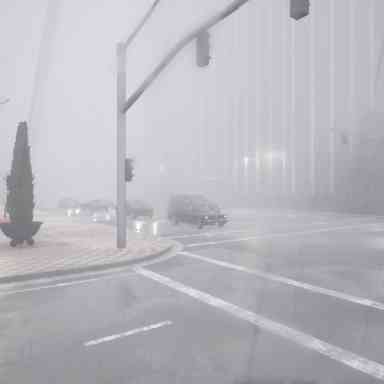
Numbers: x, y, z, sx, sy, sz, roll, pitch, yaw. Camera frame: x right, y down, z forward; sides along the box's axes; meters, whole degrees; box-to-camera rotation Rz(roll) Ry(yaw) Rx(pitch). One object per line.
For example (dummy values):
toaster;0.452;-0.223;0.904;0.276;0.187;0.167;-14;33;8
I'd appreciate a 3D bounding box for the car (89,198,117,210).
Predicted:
car;-12.178;1.547;45.292;2.033;1.411;5.357;0;0;-36

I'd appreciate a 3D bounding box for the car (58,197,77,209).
car;-17.176;1.491;46.271;2.128;1.511;4.902;0;0;-35

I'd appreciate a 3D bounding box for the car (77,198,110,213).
car;-11.097;1.601;37.792;1.895;1.301;4.718;0;0;-36

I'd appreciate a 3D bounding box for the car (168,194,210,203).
car;0.025;1.221;28.372;2.150;2.045;5.566;0;0;-36

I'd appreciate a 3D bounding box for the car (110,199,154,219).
car;-5.183;1.478;29.600;1.882;1.535;5.008;0;0;-36

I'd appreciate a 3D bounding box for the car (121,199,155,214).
car;-5.988;1.526;36.707;1.812;1.442;4.674;0;0;-36

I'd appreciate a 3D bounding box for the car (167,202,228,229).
car;0.271;1.601;21.959;1.895;1.301;4.718;0;0;-34
